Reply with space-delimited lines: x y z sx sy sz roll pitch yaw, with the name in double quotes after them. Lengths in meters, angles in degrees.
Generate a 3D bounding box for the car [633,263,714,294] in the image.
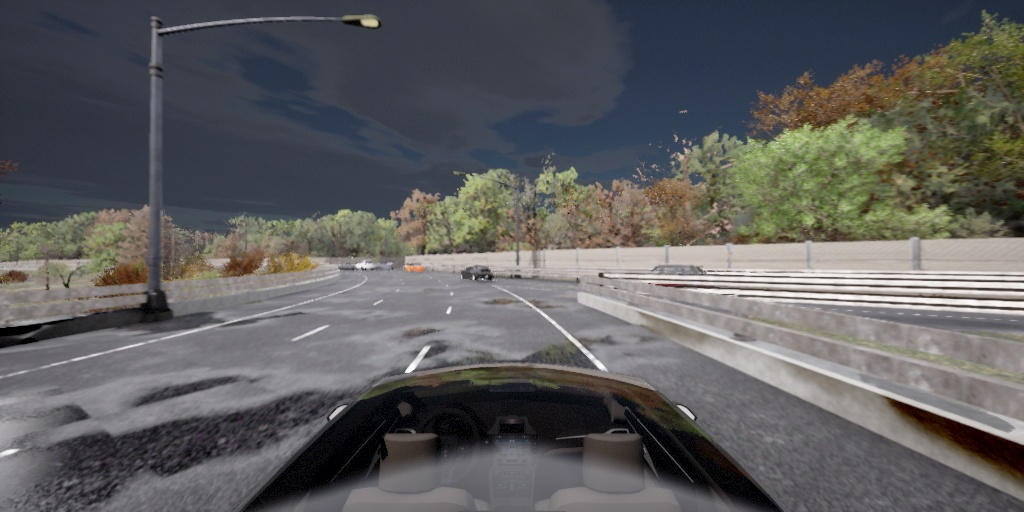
8.460 1.257 19.750 4.553 1.767 2.097 0 -1 42 "car"

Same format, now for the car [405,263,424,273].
-16.352 1.923 59.978 2.097 1.767 4.553 0 -1 -32 "car"

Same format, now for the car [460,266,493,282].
-3.556 1.678 35.199 1.837 1.490 4.892 0 -1 -31 "car"
